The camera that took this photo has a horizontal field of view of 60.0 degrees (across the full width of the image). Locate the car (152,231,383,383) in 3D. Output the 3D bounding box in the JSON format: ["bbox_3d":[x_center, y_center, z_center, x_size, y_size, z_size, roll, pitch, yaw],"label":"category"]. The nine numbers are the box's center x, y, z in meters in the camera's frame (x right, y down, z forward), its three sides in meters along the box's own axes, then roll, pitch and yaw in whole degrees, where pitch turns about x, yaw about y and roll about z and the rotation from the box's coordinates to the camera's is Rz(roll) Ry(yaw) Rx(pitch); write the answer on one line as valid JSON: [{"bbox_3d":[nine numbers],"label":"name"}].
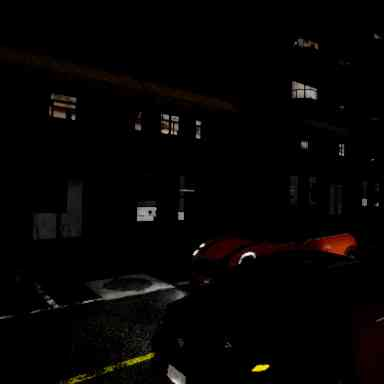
[{"bbox_3d":[1.727,1.528,4.404,4.674,1.442,1.812,0,0,-36],"label":"car"}]

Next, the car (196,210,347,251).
[{"bbox_3d":[2.164,1.356,8.325,4.553,1.767,2.097,0,0,-36],"label":"car"}]
